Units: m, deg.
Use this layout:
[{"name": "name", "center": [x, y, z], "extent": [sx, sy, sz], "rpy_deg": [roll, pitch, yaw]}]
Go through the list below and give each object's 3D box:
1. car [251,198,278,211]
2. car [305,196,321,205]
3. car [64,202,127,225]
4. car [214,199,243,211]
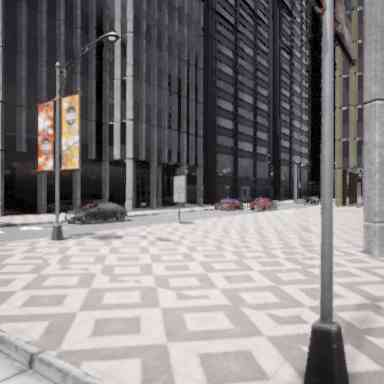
[{"name": "car", "center": [8.410, 1.430, 38.756], "extent": [1.812, 1.442, 4.674], "rpy_deg": [0, 0, 35]}, {"name": "car", "center": [20.188, 1.436, 55.273], "extent": [1.812, 1.442, 4.674], "rpy_deg": [0, 0, 35]}, {"name": "car", "center": [-6.584, 1.412, 23.272], "extent": [1.812, 1.442, 4.674], "rpy_deg": [0, 0, 35]}, {"name": "car", "center": [4.245, 1.452, 38.411], "extent": [1.994, 1.385, 4.181], "rpy_deg": [0, 0, 36]}]
